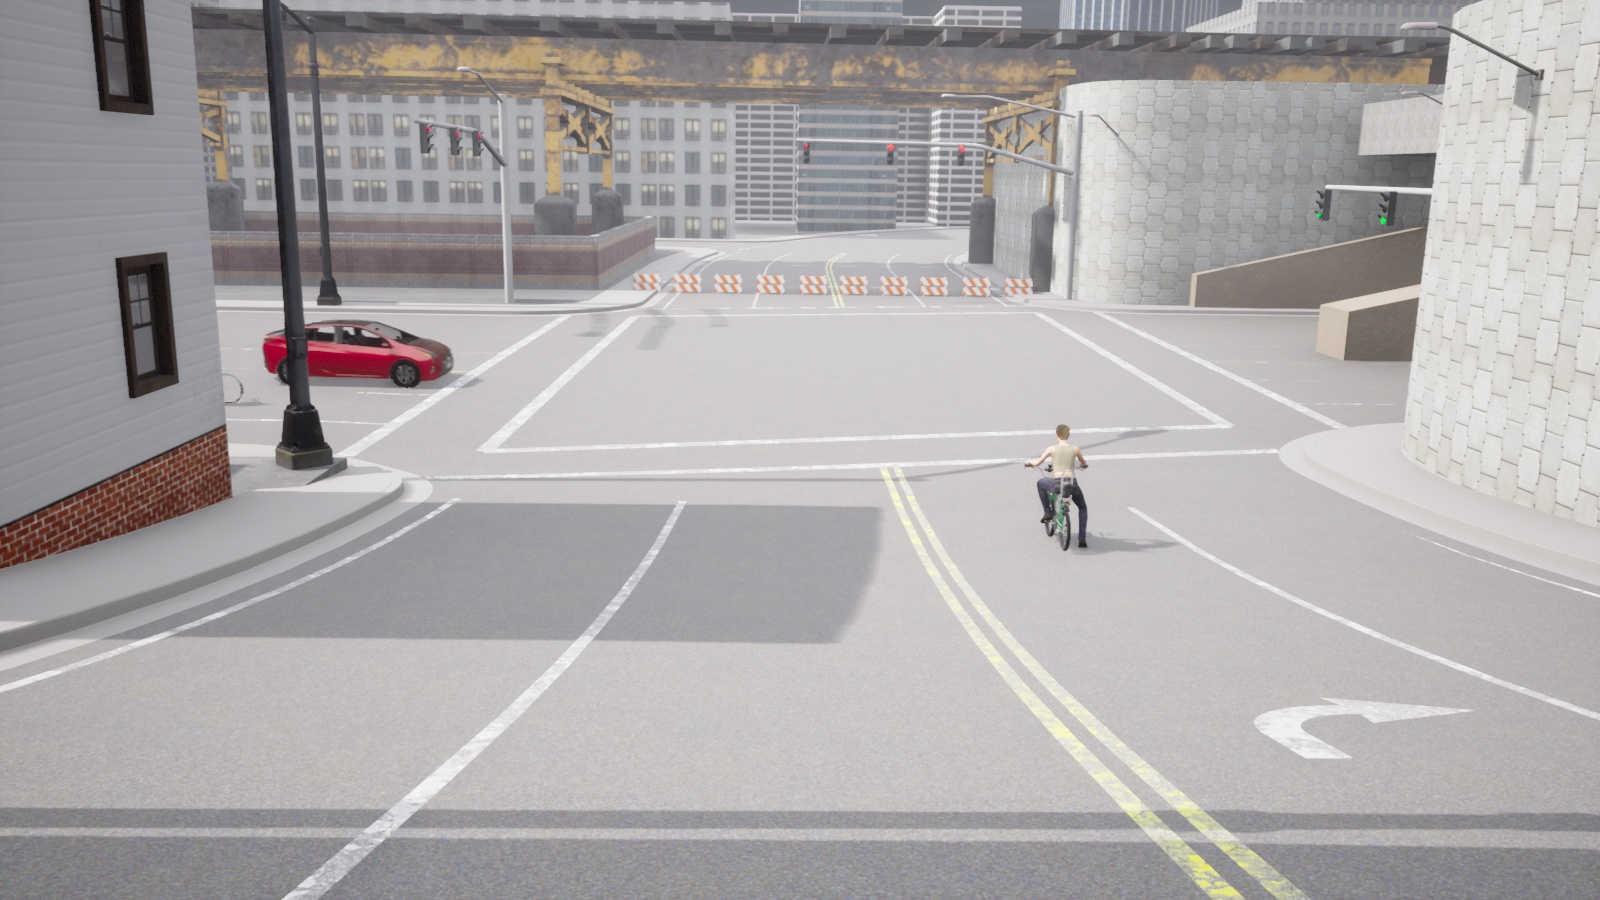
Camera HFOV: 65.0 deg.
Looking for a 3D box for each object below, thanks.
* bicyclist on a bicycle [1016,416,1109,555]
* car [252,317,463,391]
[{"bbox_3d":[3.438,0.436,16.584,0.866,1.612,1.509,0,7,0],"label":"bicyclist on a bicycle"},{"bbox_3d":[-11.033,-2.430,31.604,4.514,1.525,2.007,1,12,0],"label":"car"}]
